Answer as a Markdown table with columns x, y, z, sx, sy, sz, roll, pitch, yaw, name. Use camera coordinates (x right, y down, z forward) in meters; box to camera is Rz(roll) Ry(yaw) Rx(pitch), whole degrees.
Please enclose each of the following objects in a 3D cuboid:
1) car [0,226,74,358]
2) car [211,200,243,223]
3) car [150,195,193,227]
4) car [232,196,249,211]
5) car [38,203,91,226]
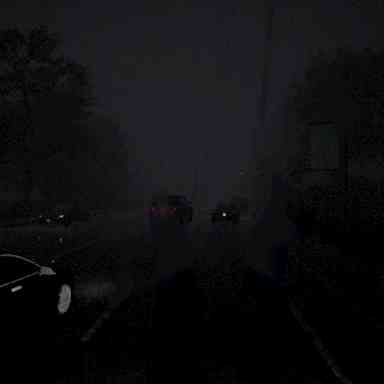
| x | y | z | sx | sy | sz | roll | pitch | yaw | name |
| --- | --- | --- | --- | --- | --- | --- | --- | --- | --- |
| -3.201 | 1.499 | 4.411 | 1.837 | 1.490 | 4.892 | 0 | 0 | 2 | car |
| 2.640 | 1.580 | 25.630 | 1.994 | 1.385 | 4.181 | 0 | 0 | 10 | car |
| -1.333 | 1.225 | 23.236 | 2.150 | 2.045 | 5.566 | 0 | 0 | 9 | car |
| 5.959 | 1.366 | 41.823 | 2.097 | 1.767 | 4.553 | 0 | 0 | 13 | car |
| -8.612 | 1.507 | 23.050 | 1.812 | 1.442 | 4.674 | 0 | 0 | 9 | car |
